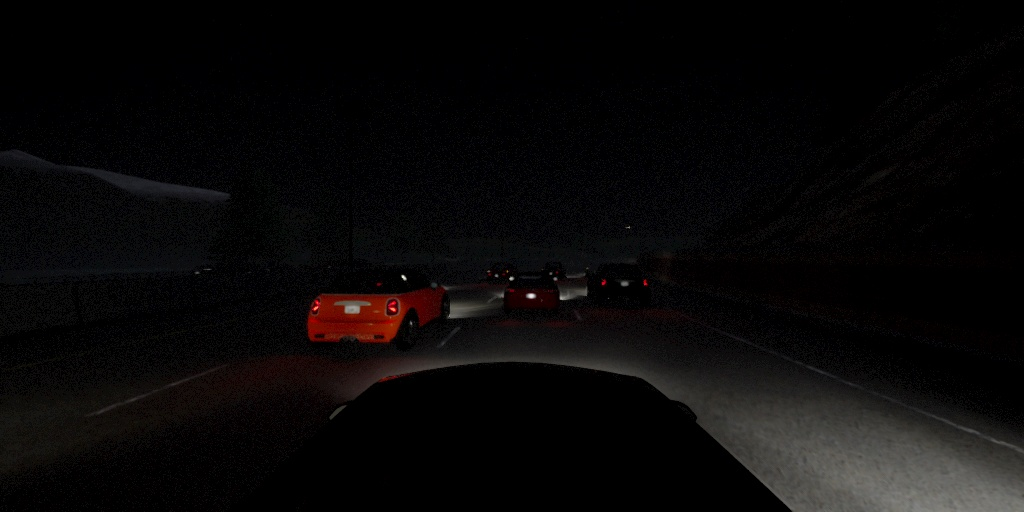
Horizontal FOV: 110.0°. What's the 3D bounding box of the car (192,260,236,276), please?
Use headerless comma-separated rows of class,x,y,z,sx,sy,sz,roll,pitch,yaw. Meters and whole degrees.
car,-25.070,1.090,31.502,2.128,1.511,4.902,0,0,11

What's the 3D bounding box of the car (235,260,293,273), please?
car,-21.445,1.174,31.720,1.994,1.385,4.181,0,0,12

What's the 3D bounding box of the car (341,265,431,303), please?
car,-5.855,1.241,17.593,2.033,1.411,5.357,0,0,7

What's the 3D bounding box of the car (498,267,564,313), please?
car,0.818,1.288,13.880,1.994,1.385,4.181,0,0,5

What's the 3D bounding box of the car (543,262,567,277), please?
car,3.620,1.219,31.066,1.812,1.442,4.674,0,0,13

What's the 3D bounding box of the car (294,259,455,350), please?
car,-3.057,1.075,9.226,2.097,1.767,4.553,0,0,3

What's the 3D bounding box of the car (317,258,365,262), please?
car,-14.350,0.986,31.487,2.097,1.767,4.553,0,0,12

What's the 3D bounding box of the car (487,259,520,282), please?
car,-0.669,1.213,27.732,1.812,1.442,4.674,0,0,11

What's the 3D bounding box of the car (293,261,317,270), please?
car,-17.502,1.096,33.593,1.882,1.535,5.008,0,0,12

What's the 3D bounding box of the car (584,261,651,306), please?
car,4.560,1.084,15.870,2.097,1.767,4.553,0,0,6

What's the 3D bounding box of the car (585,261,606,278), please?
car,8.006,1.226,34.214,1.812,1.442,4.674,0,0,14
